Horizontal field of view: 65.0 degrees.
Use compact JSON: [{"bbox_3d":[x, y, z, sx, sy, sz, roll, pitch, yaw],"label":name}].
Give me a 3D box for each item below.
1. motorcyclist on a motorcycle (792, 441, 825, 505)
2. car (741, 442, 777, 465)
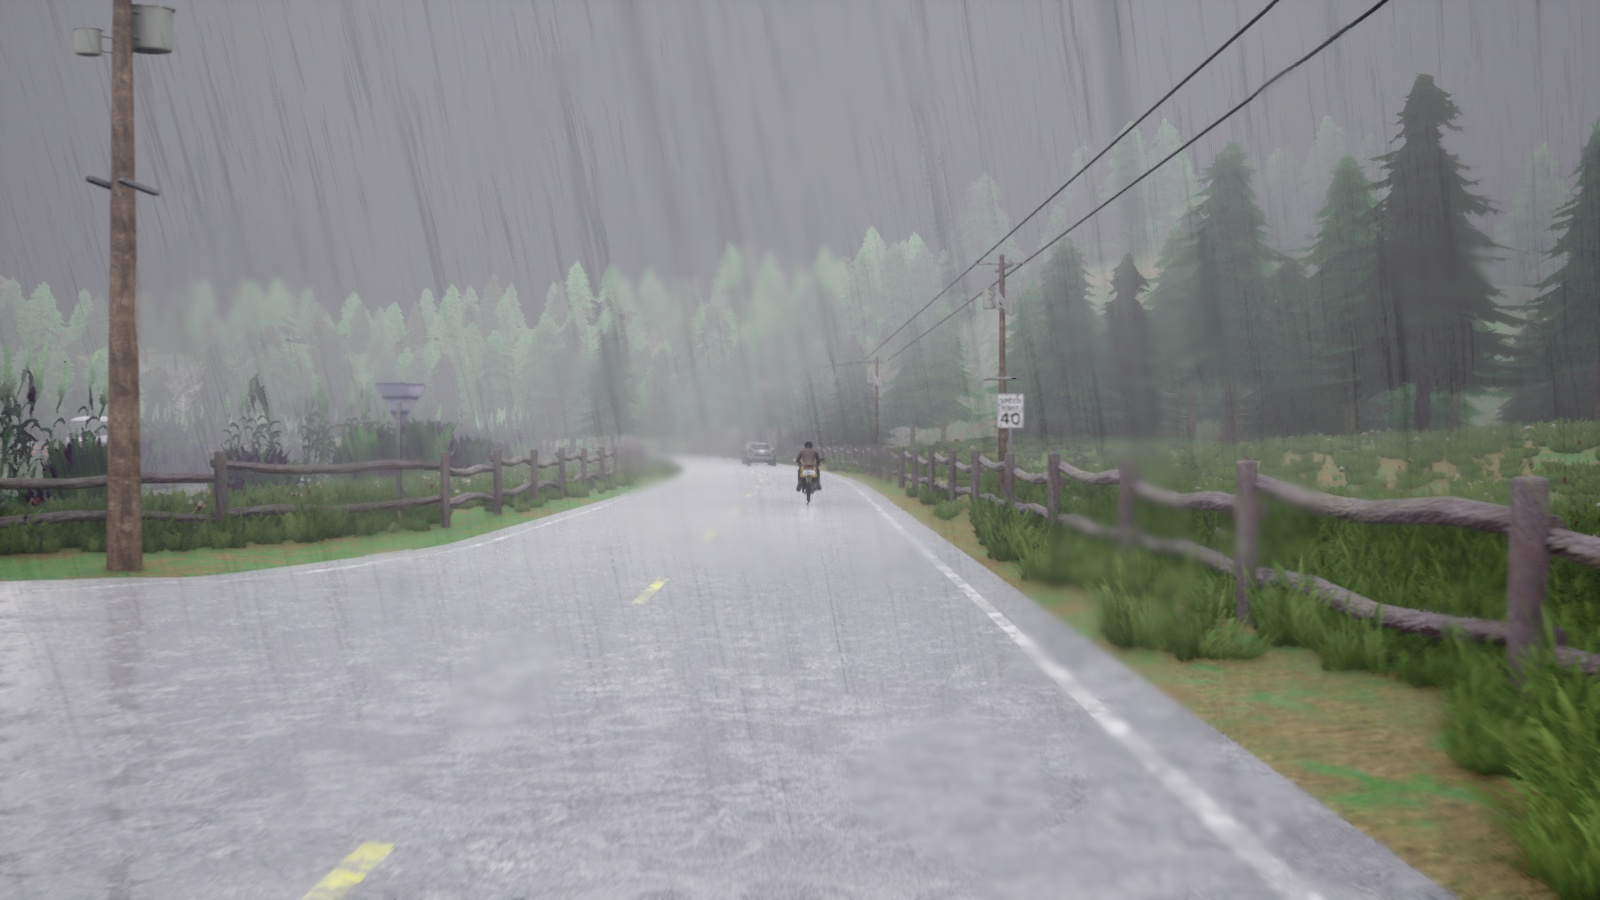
[{"bbox_3d":[0.208,0.541,30.762,0.797,1.523,2.044,0,0,0],"label":"motorcyclist on a motorcycle"},{"bbox_3d":[-2.668,0.210,81.698,1.970,1.475,3.806,0,0,-8],"label":"car"}]
